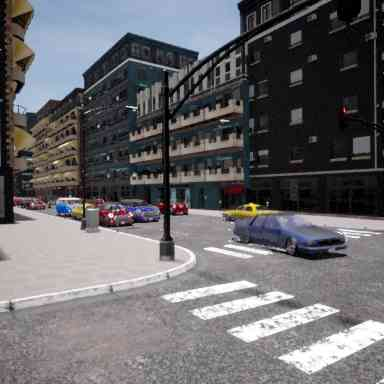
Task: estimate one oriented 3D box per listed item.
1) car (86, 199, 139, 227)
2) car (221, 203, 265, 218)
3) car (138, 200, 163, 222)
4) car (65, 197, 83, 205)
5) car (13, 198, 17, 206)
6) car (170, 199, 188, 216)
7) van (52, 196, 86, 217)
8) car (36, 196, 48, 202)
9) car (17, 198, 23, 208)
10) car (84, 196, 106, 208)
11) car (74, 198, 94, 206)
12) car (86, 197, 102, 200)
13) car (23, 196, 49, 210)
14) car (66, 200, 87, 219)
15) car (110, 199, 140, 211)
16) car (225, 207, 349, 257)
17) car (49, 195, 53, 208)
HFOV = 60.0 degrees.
[{"bbox_3d":[-5.787,1.552,23.961,1.967,1.590,4.097,-1,1,-35],"label":"car"},{"bbox_3d":[4.152,1.498,24.455,1.752,1.417,4.829,-1,1,-35],"label":"car"},{"bbox_3d":[-4.335,1.428,26.383,2.097,1.767,4.553,-1,1,-35],"label":"car"},{"bbox_3d":[-21.441,1.645,60.374,2.008,1.369,4.403,-1,1,-35],"label":"car"},{"bbox_3d":[-31.476,1.782,60.019,1.887,1.381,4.507,-1,1,-35],"label":"car"},{"bbox_3d":[-2.173,1.441,33.329,1.967,1.590,4.097,-1,1,-35],"label":"car"},{"bbox_3d":[-12.211,1.483,32.974,1.690,1.788,3.998,-1,1,-35],"label":"van"},{"bbox_3d":[-37.498,1.727,82.910,1.887,1.381,4.507,-1,1,-35],"label":"car"},{"bbox_3d":[-25.053,1.769,51.004,1.947,1.339,4.313,-1,1,-35],"label":"car"},{"bbox_3d":[-15.019,1.501,51.358,1.967,1.590,4.097,-1,1,-35],"label":"car"},{"bbox_3d":[-18.229,1.643,55.866,1.947,1.339,4.313,-1,1,-35],"label":"car"},{"bbox_3d":[-11.159,1.585,35.984,1.882,1.535,5.008,-1,1,-35],"label":"car"},{"bbox_3d":[-21.844,1.627,46.496,1.967,1.590,4.097,-1,1,-35],"label":"car"},{"bbox_3d":[-8.898,1.652,28.330,1.752,1.417,4.829,-1,1,-35],"label":"car"},{"bbox_3d":[-8.595,1.581,42.344,2.008,1.369,4.403,-1,1,-35],"label":"car"},{"bbox_3d":[3.700,1.599,13.788,2.033,1.411,5.357,-1,0,-24],"label":"car"},{"bbox_3d":[-20.431,1.312,49.143,2.097,1.767,4.553,-1,0,-35],"label":"car"}]
